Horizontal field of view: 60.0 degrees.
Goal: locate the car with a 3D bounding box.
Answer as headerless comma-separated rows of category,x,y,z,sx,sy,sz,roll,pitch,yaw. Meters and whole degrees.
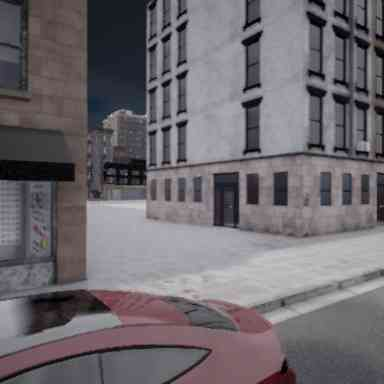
car,-1.249,1.526,2.175,4.674,1.442,1.812,0,0,-36
